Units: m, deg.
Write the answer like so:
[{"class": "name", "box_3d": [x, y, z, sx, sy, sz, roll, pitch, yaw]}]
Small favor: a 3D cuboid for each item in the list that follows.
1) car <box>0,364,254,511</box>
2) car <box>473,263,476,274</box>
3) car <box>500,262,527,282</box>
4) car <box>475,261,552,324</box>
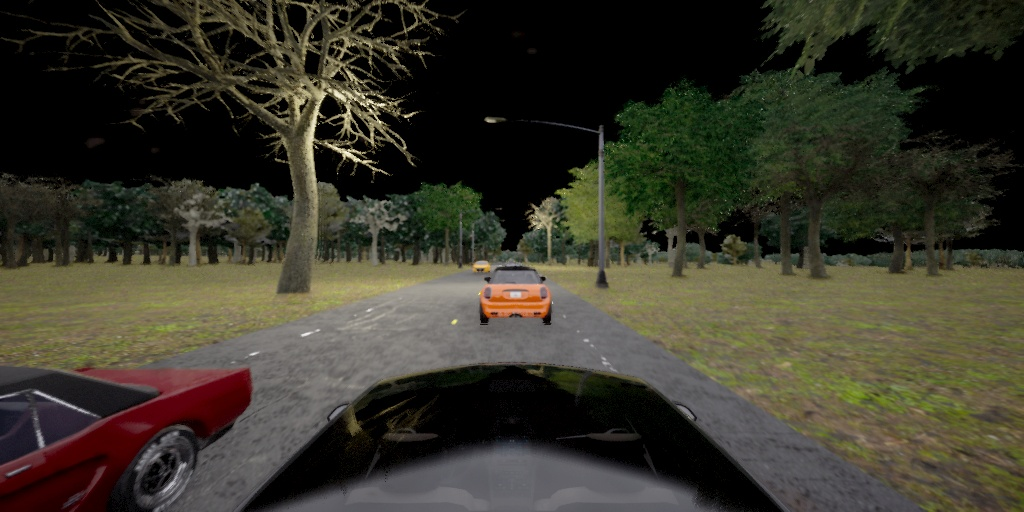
[{"class": "car", "box_3d": [-3.600, 1.351, 1.447, 1.895, 1.301, 4.718, 0, 0, 0]}, {"class": "car", "box_3d": [-3.574, 1.321, 43.005, 1.882, 1.535, 5.008, 0, 0, 0]}, {"class": "car", "box_3d": [0.110, 1.279, 30.261, 2.128, 1.511, 4.902, 0, 0, 0]}, {"class": "car", "box_3d": [0.104, 1.103, 12.132, 2.097, 1.767, 4.553, 0, 0, 0]}]
